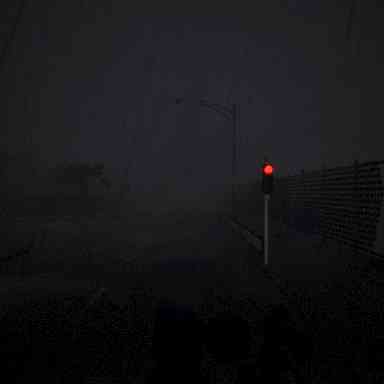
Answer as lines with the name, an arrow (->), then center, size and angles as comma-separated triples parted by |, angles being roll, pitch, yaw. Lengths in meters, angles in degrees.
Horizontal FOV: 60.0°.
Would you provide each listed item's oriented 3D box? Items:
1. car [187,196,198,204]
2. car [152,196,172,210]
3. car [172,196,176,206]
car -> 0.101, 1.505, 63.160 | 1.837, 1.490, 4.892 | 0, 0, 0
car -> -4.029, 1.564, 43.362 | 1.994, 1.385, 4.181 | 0, 0, 0
car -> -4.007, 1.478, 53.433 | 1.882, 1.535, 5.008 | 0, 0, 0
